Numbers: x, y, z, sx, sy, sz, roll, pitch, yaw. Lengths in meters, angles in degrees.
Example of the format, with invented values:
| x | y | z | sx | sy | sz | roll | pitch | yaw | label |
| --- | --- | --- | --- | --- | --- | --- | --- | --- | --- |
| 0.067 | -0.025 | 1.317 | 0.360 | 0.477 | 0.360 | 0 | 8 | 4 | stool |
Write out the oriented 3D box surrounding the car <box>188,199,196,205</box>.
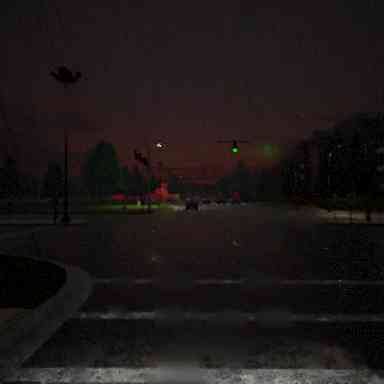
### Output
| x | y | z | sx | sy | sz | roll | pitch | yaw | label |
| --- | --- | --- | --- | --- | --- | --- | --- | --- | --- |
| -0.041 | 2.338 | 79.965 | 1.895 | 1.301 | 4.718 | 0 | -1 | 0 | car |

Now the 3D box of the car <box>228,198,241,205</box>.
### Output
| x | y | z | sx | sy | sz | roll | pitch | yaw | label |
| --- | --- | --- | --- | --- | --- | --- | --- | --- | --- |
| 10.459 | 2.295 | 79.943 | 1.994 | 1.385 | 4.181 | 0 | -1 | 0 | car |

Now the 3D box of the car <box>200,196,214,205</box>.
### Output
| x | y | z | sx | sy | sz | roll | pitch | yaw | label |
| --- | --- | --- | --- | --- | --- | --- | --- | --- | --- |
| 3.459 | 2.264 | 79.522 | 2.128 | 1.511 | 4.902 | 0 | -1 | 0 | car |

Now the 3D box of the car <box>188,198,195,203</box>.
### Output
| x | y | z | sx | sy | sz | roll | pitch | yaw | label |
| --- | --- | --- | --- | --- | --- | --- | --- | --- | --- |
| -0.048 | 2.281 | 89.937 | 1.812 | 1.442 | 4.674 | 0 | -1 | 0 | car |

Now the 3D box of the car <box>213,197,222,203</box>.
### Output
| x | y | z | sx | sy | sz | roll | pitch | yaw | label |
| --- | --- | --- | --- | --- | --- | --- | --- | --- | --- |
| 6.952 | 2.112 | 89.913 | 2.097 | 1.767 | 4.553 | 0 | -1 | 0 | car |

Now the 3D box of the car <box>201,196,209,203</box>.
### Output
| x | y | z | sx | sy | sz | roll | pitch | yaw | label |
| --- | --- | --- | --- | --- | --- | --- | --- | --- | --- |
| 3.452 | 1.982 | 89.972 | 2.150 | 2.045 | 5.566 | 0 | -1 | 0 | car |

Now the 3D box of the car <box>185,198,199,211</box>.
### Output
| x | y | z | sx | sy | sz | roll | pitch | yaw | label |
| --- | --- | --- | --- | --- | --- | --- | --- | --- | --- |
| -0.020 | 1.988 | 49.726 | 1.812 | 1.442 | 4.674 | 0 | -1 | 0 | car |

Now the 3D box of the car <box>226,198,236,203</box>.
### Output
| x | y | z | sx | sy | sz | roll | pitch | yaw | label |
| --- | --- | --- | --- | --- | --- | --- | --- | --- | --- |
| 10.452 | 2.297 | 89.944 | 2.033 | 1.411 | 5.357 | 0 | -1 | 0 | car |

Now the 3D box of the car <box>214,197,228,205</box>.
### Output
| x | y | z | sx | sy | sz | roll | pitch | yaw | label |
| --- | --- | --- | --- | --- | --- | --- | --- | --- | --- |
| 6.959 | 2.239 | 79.524 | 1.837 | 1.490 | 4.892 | 0 | -1 | 0 | car |
